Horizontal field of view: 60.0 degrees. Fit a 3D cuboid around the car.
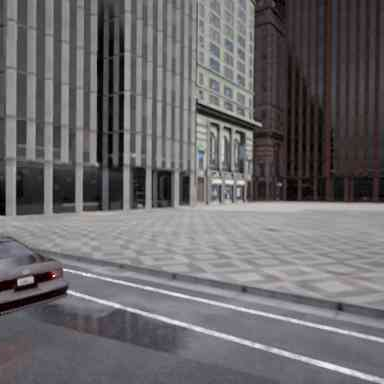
[{"bbox_3d":[-4.889,1.580,7.159,5.357,1.411,2.033,0,0,36],"label":"car"}]
